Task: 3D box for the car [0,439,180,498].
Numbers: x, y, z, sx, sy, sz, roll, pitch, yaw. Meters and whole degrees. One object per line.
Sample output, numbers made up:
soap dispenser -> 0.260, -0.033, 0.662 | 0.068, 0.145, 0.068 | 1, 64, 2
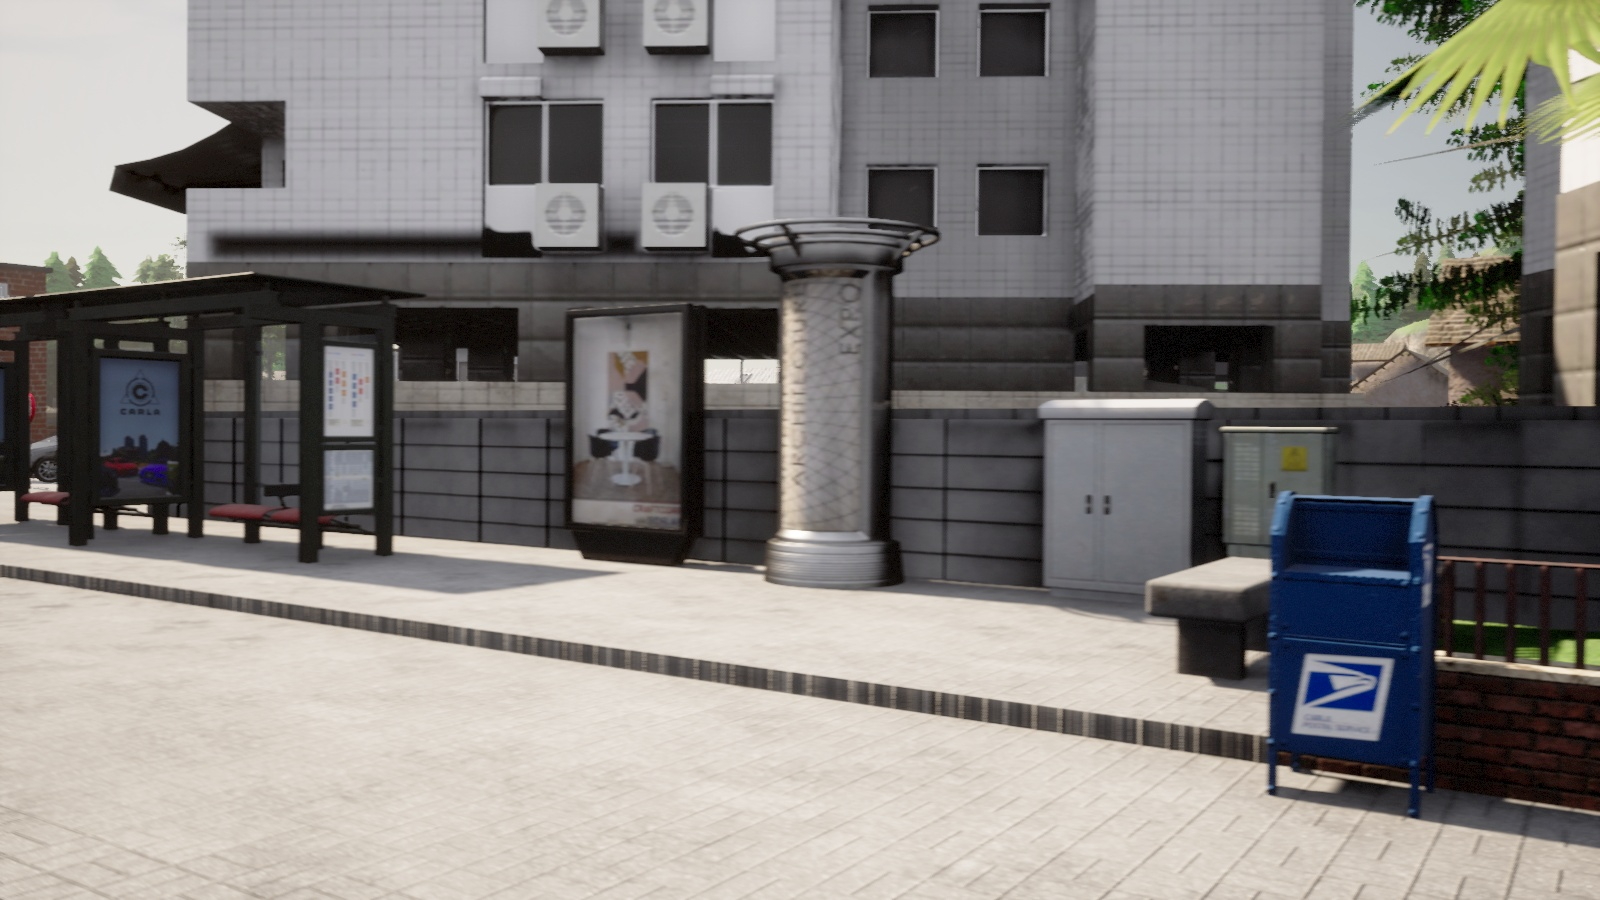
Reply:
car -> -19.428, 0.454, 34.204 | 1.816, 1.474, 4.193 | 0, 1, 34
